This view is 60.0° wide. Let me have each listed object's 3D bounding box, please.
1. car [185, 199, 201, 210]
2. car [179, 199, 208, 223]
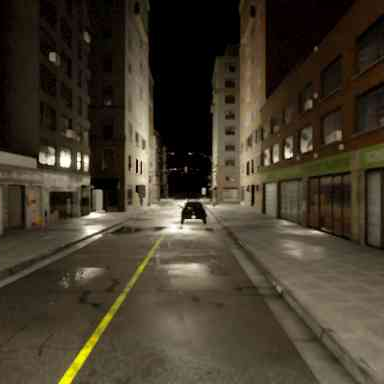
[{"bbox_3d":[0.125,1.593,43.429,1.895,1.301,4.718,0,0,0],"label":"car"},{"bbox_3d":[0.114,1.500,25.495,1.837,1.490,4.892,0,0,0],"label":"car"}]
